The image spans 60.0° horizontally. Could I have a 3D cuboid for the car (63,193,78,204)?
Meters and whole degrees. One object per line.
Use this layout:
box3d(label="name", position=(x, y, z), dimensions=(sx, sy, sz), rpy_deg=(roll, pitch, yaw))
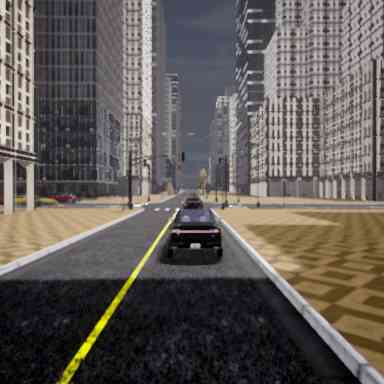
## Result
box3d(label="car", position=(-19.216, 0.891, 49.292), dimensions=(4.097, 1.590, 1.967), rpy_deg=(0, 0, -1))

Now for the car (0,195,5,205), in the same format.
box3d(label="car", position=(-24.751, 0.784, 40.590), dimensions=(5.009, 1.841, 2.192), rpy_deg=(0, 0, -1))

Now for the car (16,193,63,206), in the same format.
box3d(label="car", position=(-18.904, 1.028, 40.657), dimensions=(4.829, 1.417, 1.752), rpy_deg=(0, 0, -1))

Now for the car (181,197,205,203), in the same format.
box3d(label="car", position=(0.094, 1.225, 28.853), dimensions=(1.837, 1.490, 4.892), rpy_deg=(0, -1, 0))

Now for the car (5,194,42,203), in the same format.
box3d(label="car", position=(-24.893, 0.969, 49.168), dimensions=(4.403, 1.369, 2.008), rpy_deg=(0, 0, -1))

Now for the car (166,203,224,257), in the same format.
box3d(label="car", position=(0.098, 1.374, 12.326), dimensions=(2.128, 1.511, 4.902), rpy_deg=(0, 1, 0))
